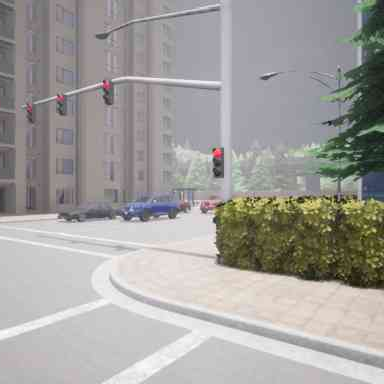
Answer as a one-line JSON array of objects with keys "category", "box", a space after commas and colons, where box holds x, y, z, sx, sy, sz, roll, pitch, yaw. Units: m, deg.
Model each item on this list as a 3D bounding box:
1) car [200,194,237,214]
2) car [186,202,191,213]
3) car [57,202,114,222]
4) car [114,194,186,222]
[{"category": "car", "box": [3.074, 1.221, 35.581, 2.150, 2.045, 5.566, 0, 0, 36]}, {"category": "car", "box": [-2.088, 1.478, 34.469, 1.882, 1.535, 5.008, 0, 0, 36]}, {"category": "car", "box": [-7.891, 1.547, 26.560, 2.033, 1.411, 5.357, 0, 0, 36]}, {"category": "car", "box": [-3.269, 1.221, 26.946, 2.150, 2.045, 5.566, 0, 0, 36]}]
